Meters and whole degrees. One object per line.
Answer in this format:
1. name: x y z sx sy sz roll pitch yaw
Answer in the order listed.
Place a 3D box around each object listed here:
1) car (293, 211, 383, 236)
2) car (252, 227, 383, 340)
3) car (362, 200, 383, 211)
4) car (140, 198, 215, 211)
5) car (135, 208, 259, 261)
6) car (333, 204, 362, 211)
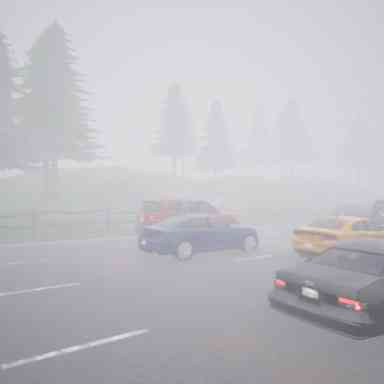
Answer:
1. car: 5.799 1.630 12.213 5.008 1.535 1.882 2 -1 -35
2. car: 3.881 1.637 6.585 5.357 1.411 2.033 1 -1 -35
3. car: 14.235 1.544 22.545 5.566 2.045 2.150 1 0 -35
4. car: -0.084 1.347 16.629 5.566 2.045 2.150 1 0 -35
5. car: 0.406 1.577 12.695 5.008 1.535 1.882 1 0 -35
6. car: 12.788 1.680 25.806 4.553 1.767 2.097 1 -1 -35
